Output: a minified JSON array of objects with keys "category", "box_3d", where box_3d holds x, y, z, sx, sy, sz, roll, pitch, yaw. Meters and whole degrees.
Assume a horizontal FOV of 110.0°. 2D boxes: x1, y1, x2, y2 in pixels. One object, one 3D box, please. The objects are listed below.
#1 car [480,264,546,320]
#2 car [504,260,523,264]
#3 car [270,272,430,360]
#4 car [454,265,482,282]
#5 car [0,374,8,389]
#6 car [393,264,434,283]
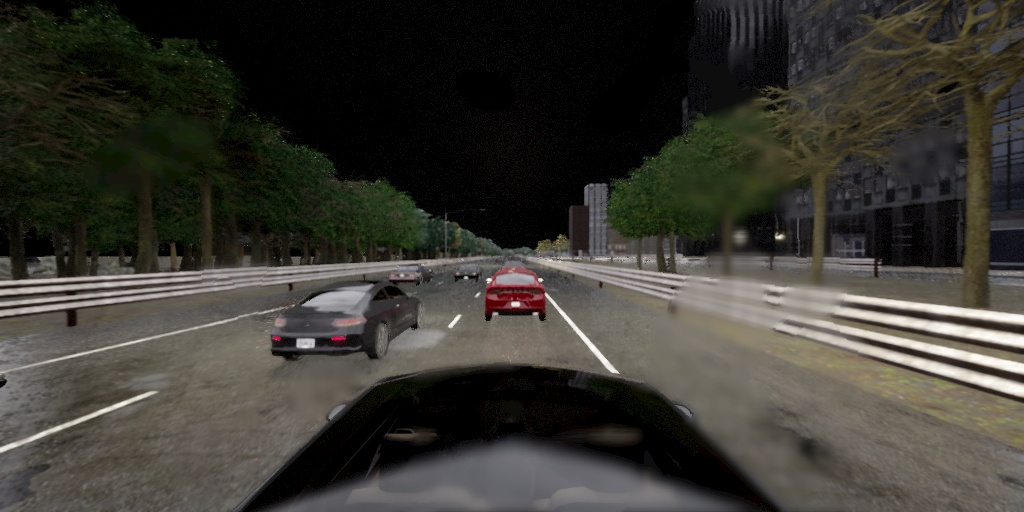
[{"category":"car","box_3d":[0.105,1.220,12.696,1.882,1.535,5.008,0,0,0]},{"category":"car","box_3d":[0.110,1.080,29.958,2.097,1.767,4.553,0,0,0]},{"category":"car","box_3d":[-3.397,1.272,8.208,1.812,1.442,4.674,0,0,0]},{"category":"car","box_3d":[-3.390,1.330,28.709,1.895,1.301,4.718,0,0,0]},{"category":"car","box_3d":[-6.903,1.351,2.029,1.895,1.301,4.718,0,0,0]},{"category":"car","box_3d":[-6.889,1.280,24.992,2.033,1.411,5.357,0,0,0]}]
